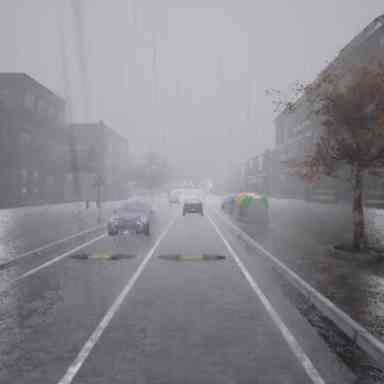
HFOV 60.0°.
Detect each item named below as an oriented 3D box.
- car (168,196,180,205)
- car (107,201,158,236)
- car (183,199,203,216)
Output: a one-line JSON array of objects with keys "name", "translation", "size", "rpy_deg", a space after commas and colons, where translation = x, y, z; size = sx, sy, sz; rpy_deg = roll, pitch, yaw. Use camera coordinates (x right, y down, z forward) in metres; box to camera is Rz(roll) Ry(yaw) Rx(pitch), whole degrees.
[{"name": "car", "translation": [-3.061, 1.474, 58.384], "size": [1.837, 1.490, 4.892], "rpy_deg": [0, 0, 0]}, {"name": "car", "translation": [-3.103, 1.324, 18.075], "size": [2.097, 1.767, 4.553], "rpy_deg": [0, 0, 0]}, {"name": "car", "translation": [0.091, 1.421, 32.424], "size": [1.882, 1.535, 5.008], "rpy_deg": [0, 0, 0]}]
